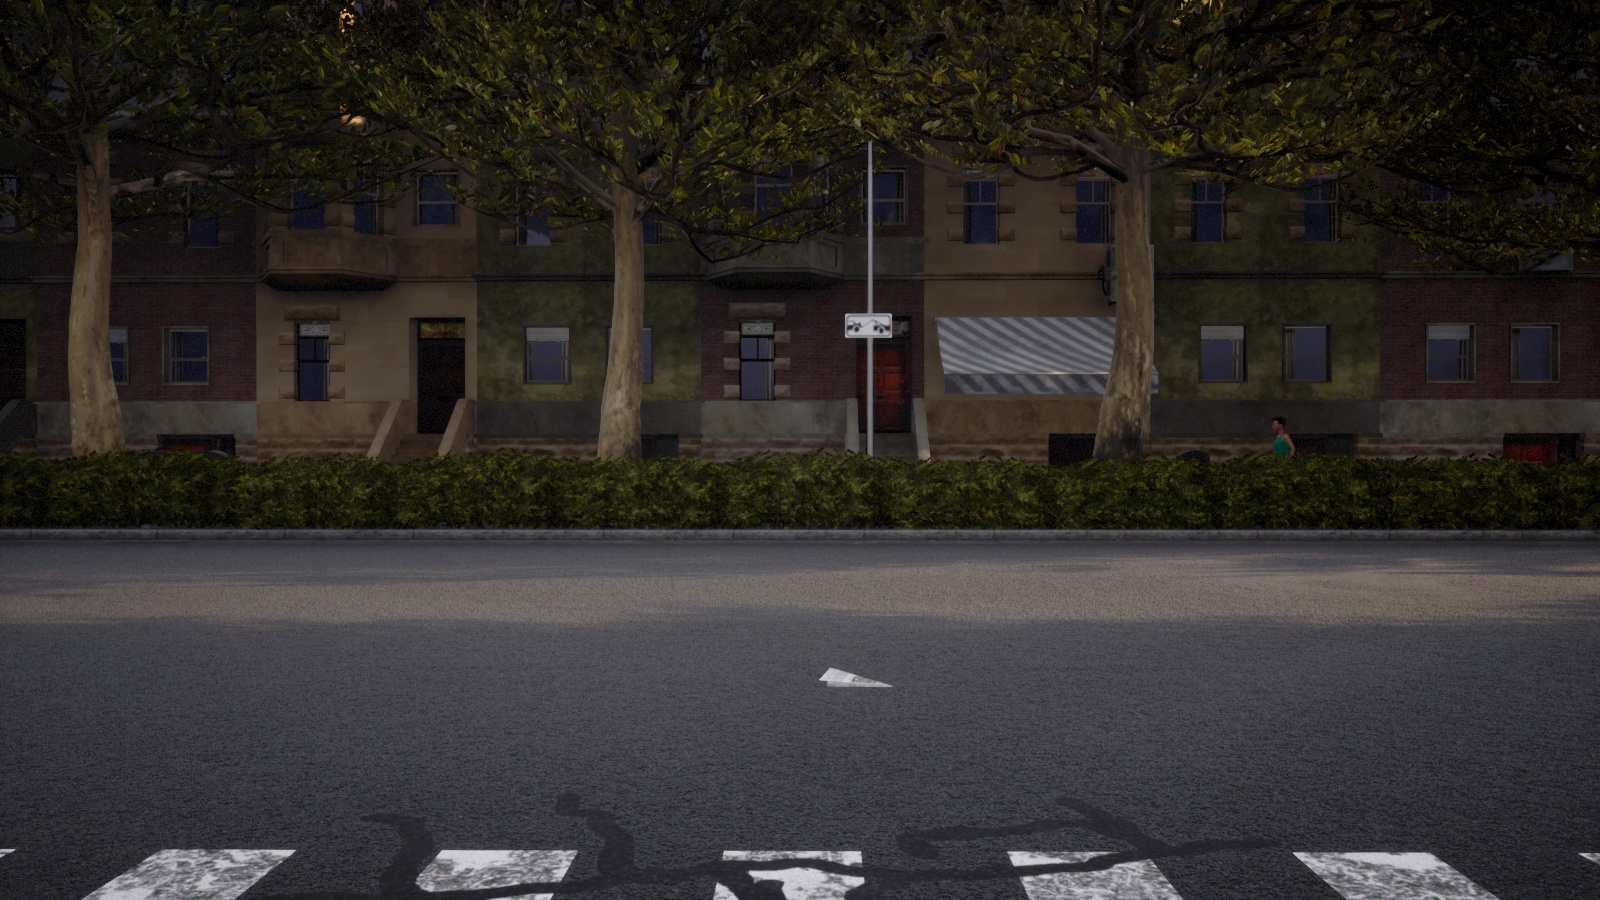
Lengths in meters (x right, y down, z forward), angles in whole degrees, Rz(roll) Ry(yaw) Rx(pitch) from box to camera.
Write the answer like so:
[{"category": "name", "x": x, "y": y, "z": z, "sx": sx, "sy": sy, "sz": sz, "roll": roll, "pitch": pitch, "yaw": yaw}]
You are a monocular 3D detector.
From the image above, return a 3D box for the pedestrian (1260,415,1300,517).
[{"category": "pedestrian", "x": 8.721, "y": 0.281, "z": 22.824, "sx": 0.594, "sy": 1.836, "sz": 0.345, "roll": 0, "pitch": 0, "yaw": 6}]
